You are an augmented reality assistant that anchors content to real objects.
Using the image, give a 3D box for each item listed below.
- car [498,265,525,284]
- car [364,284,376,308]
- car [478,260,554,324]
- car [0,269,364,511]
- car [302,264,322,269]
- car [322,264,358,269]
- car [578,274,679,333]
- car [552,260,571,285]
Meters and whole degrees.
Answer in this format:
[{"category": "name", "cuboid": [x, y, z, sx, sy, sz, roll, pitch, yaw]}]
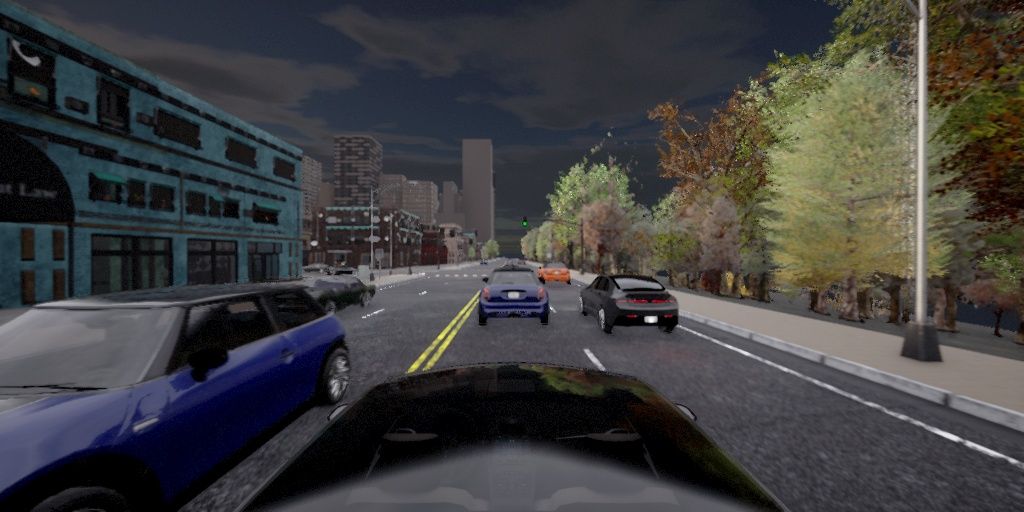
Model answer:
[{"category": "car", "cuboid": [-0.054, 1.435, 29.107, 1.994, 1.385, 4.181, 0, 0, 0]}, {"category": "car", "cuboid": [-6.659, 1.403, 12.910, 1.895, 1.301, 4.718, 0, 0, 0]}, {"category": "car", "cuboid": [0.041, 1.148, 12.284, 2.097, 1.767, 4.553, 0, 0, 0]}, {"category": "car", "cuboid": [-3.361, 1.109, 3.245, 2.097, 1.767, 4.553, 0, 0, 0]}, {"category": "car", "cuboid": [-28.570, 1.797, 52.206, 4.403, 1.370, 2.007, 0, 0, 0]}, {"category": "car", "cuboid": [-20.187, 1.760, 43.742, 4.313, 1.339, 1.948, 0, 0, 0]}, {"category": "car", "cuboid": [3.299, 1.293, 10.963, 1.837, 1.490, 4.892, 0, -1, 0]}, {"category": "car", "cuboid": [3.204, 1.217, 27.891, 2.097, 1.767, 4.553, 0, 0, 0]}]
